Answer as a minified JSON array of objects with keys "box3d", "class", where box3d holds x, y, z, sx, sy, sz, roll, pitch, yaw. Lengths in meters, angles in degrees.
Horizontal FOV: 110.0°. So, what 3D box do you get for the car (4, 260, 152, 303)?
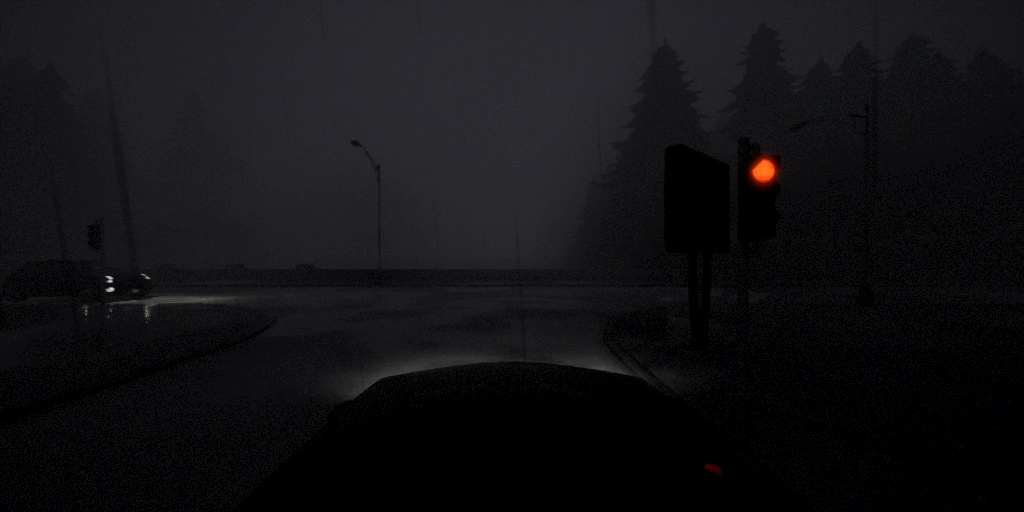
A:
[{"box3d":[-18.514,0.941,15.478,4.553,1.767,2.097,0,0,0],"class":"car"}]
